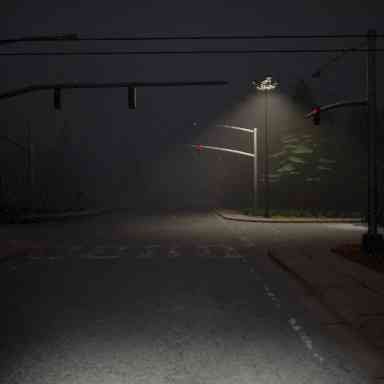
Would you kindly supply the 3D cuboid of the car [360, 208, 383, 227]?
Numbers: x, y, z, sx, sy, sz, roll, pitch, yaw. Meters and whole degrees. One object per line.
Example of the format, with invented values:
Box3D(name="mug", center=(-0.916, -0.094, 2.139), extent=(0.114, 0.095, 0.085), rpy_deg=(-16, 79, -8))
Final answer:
Box3D(name="car", center=(13.828, 1.538, 22.079), extent=(4.892, 1.490, 1.837), rpy_deg=(0, 0, 1))
